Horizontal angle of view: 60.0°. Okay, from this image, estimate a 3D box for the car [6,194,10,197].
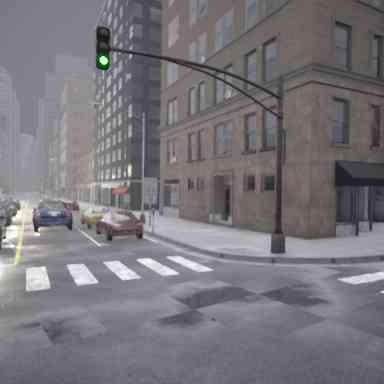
[{"bbox_3d":[-33.347,1.354,57.739,1.967,1.590,4.097,0,0,-26],"label":"car"}]

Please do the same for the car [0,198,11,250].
[{"bbox_3d":[-8.711,1.299,13.365,2.097,1.767,4.553,1,0,-26],"label":"car"}]

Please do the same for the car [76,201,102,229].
[{"bbox_3d":[-6.177,1.517,21.697,1.752,1.417,4.829,0,0,-26],"label":"car"}]

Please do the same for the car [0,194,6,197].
[{"bbox_3d":[-28.447,1.228,47.745,2.192,1.841,5.009,0,0,-26],"label":"car"}]

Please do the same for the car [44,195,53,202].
[{"bbox_3d":[-33.123,1.505,76.646,1.752,1.417,4.829,0,0,-26],"label":"car"}]

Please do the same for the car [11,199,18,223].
[{"bbox_3d":[-12.728,1.431,21.567,2.128,1.511,4.902,1,0,-26],"label":"car"}]

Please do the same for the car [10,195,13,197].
[{"bbox_3d":[-38.248,1.350,67.733,1.967,1.590,4.097,0,0,-26],"label":"car"}]

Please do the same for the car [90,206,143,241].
[{"bbox_3d":[-3.652,1.578,16.549,1.802,1.307,4.206,0,0,-26],"label":"car"}]

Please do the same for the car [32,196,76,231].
[{"bbox_3d":[-8.757,1.320,20.723,2.097,1.767,4.553,1,0,-26],"label":"car"}]

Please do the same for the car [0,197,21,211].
[{"bbox_3d":[-17.044,1.483,30.437,2.033,1.411,5.357,1,0,-26],"label":"car"}]

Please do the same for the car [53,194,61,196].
[{"bbox_3d":[-15.900,1.424,41.524,1.967,1.590,4.097,0,0,-26],"label":"car"}]

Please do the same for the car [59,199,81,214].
[{"bbox_3d":[-13.450,1.529,36.529,1.887,1.381,4.507,0,0,-26],"label":"car"}]
